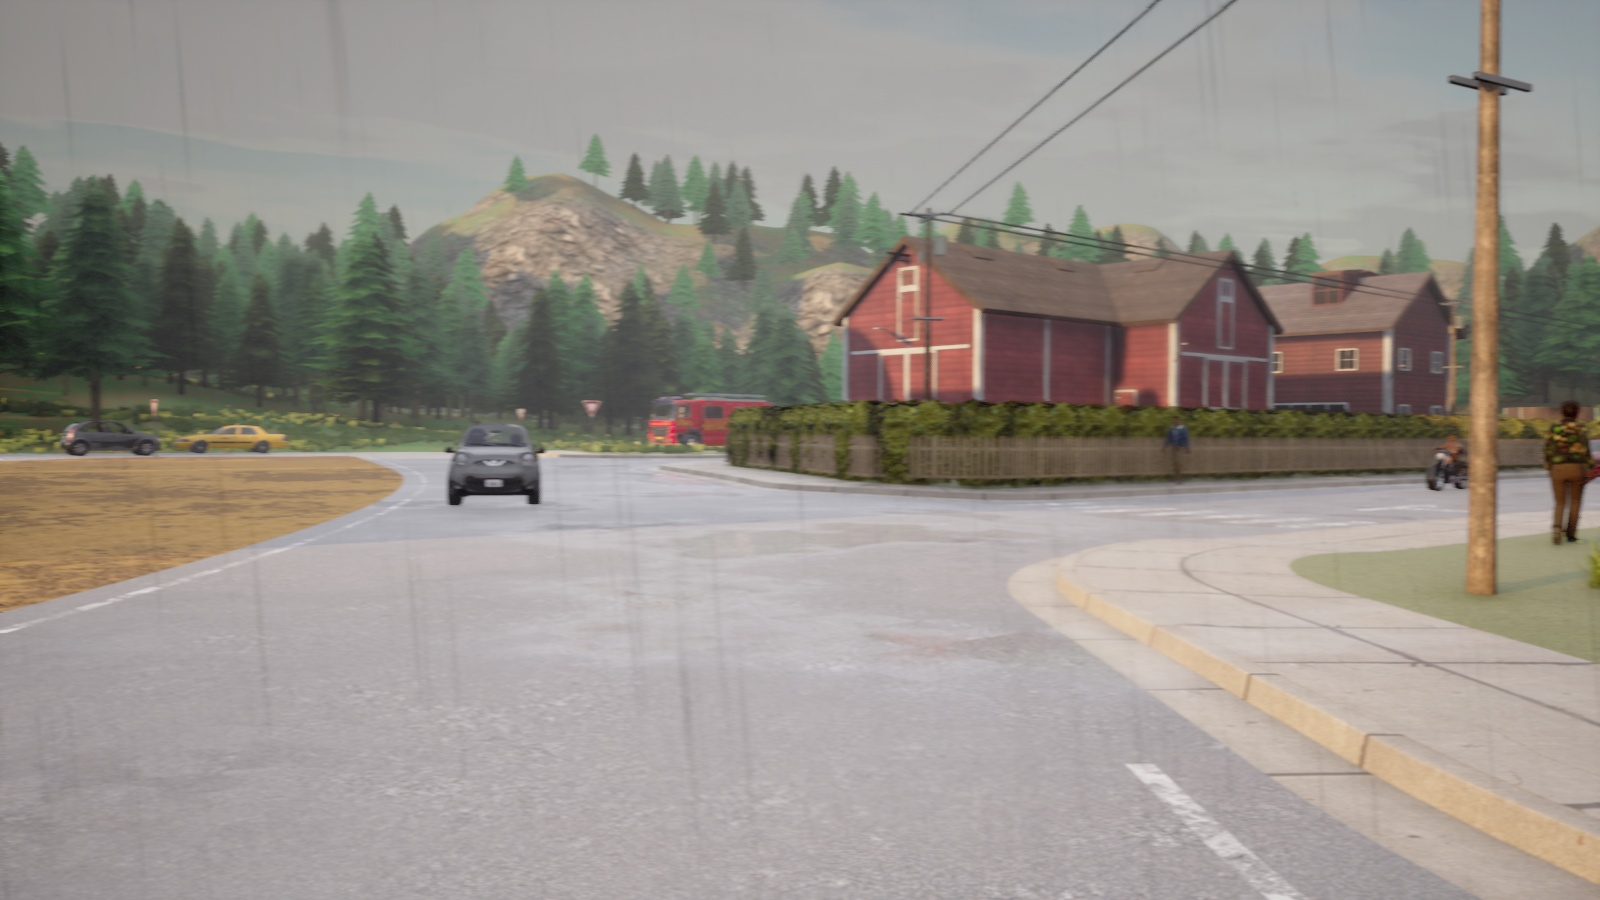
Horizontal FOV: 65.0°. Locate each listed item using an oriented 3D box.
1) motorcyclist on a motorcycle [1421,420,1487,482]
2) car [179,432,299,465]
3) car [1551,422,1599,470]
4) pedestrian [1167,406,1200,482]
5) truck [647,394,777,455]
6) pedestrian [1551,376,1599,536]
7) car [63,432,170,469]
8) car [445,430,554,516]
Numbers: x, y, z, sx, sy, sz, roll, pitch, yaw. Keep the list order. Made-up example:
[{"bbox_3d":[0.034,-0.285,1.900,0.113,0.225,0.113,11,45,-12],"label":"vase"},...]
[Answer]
[{"bbox_3d":[18.154,0.007,34.823,2.350,1.649,0.766,-2,1,-40],"label":"motorcyclist on a motorcycle"},{"bbox_3d":[-28.753,-0.095,64.434,5.366,1.575,1.801,-1,1,-33],"label":"car"},{"bbox_3d":[27.461,-0.172,42.596,5.008,1.535,1.882,-1,1,-40],"label":"car"},{"bbox_3d":[9.955,-0.173,32.601,0.788,1.949,0.423,-1,1,-39],"label":"pedestrian"},{"bbox_3d":[-5.766,-1.704,83.324,8.468,3.827,2.891,-1,1,-39],"label":"truck"},{"bbox_3d":[9.631,0.068,15.569,0.395,1.930,0.692,0,1,44],"label":"pedestrian"},{"bbox_3d":[-31.374,-0.012,57.695,3.988,1.617,1.851,-1,1,-40],"label":"car"},{"bbox_3d":[-5.685,0.370,23.987,1.845,1.501,3.633,-1,1,-12],"label":"car"}]
